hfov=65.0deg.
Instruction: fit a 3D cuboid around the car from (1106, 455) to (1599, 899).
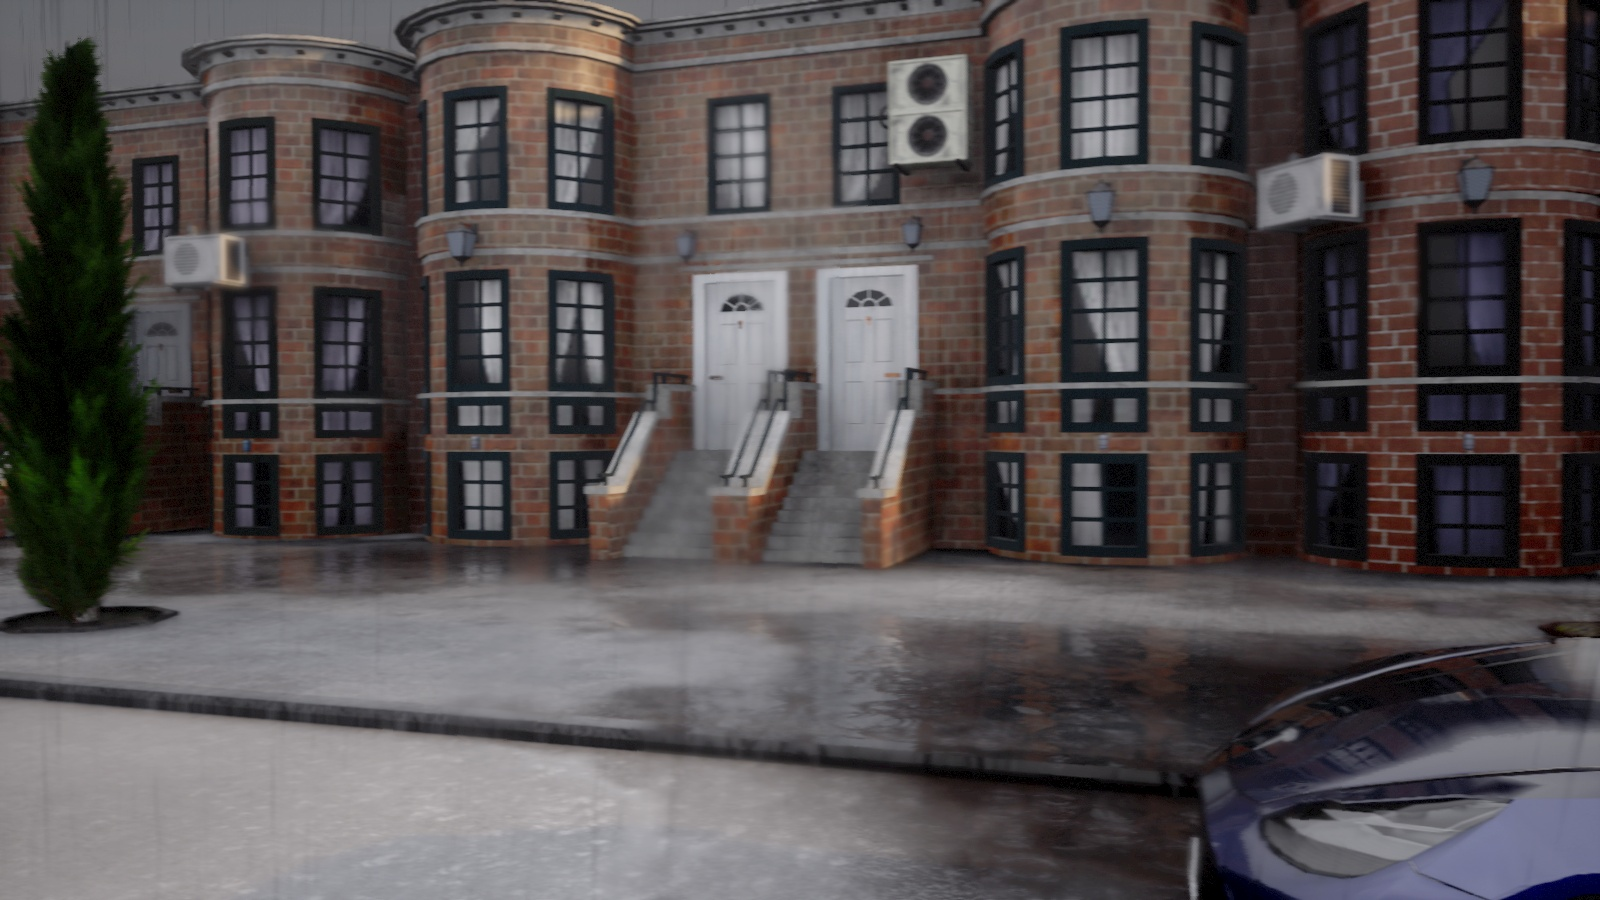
[{"bbox_3d":[3.196,0.796,2.645,4.792,1.488,2.163,1,1,19],"label":"car"}]
